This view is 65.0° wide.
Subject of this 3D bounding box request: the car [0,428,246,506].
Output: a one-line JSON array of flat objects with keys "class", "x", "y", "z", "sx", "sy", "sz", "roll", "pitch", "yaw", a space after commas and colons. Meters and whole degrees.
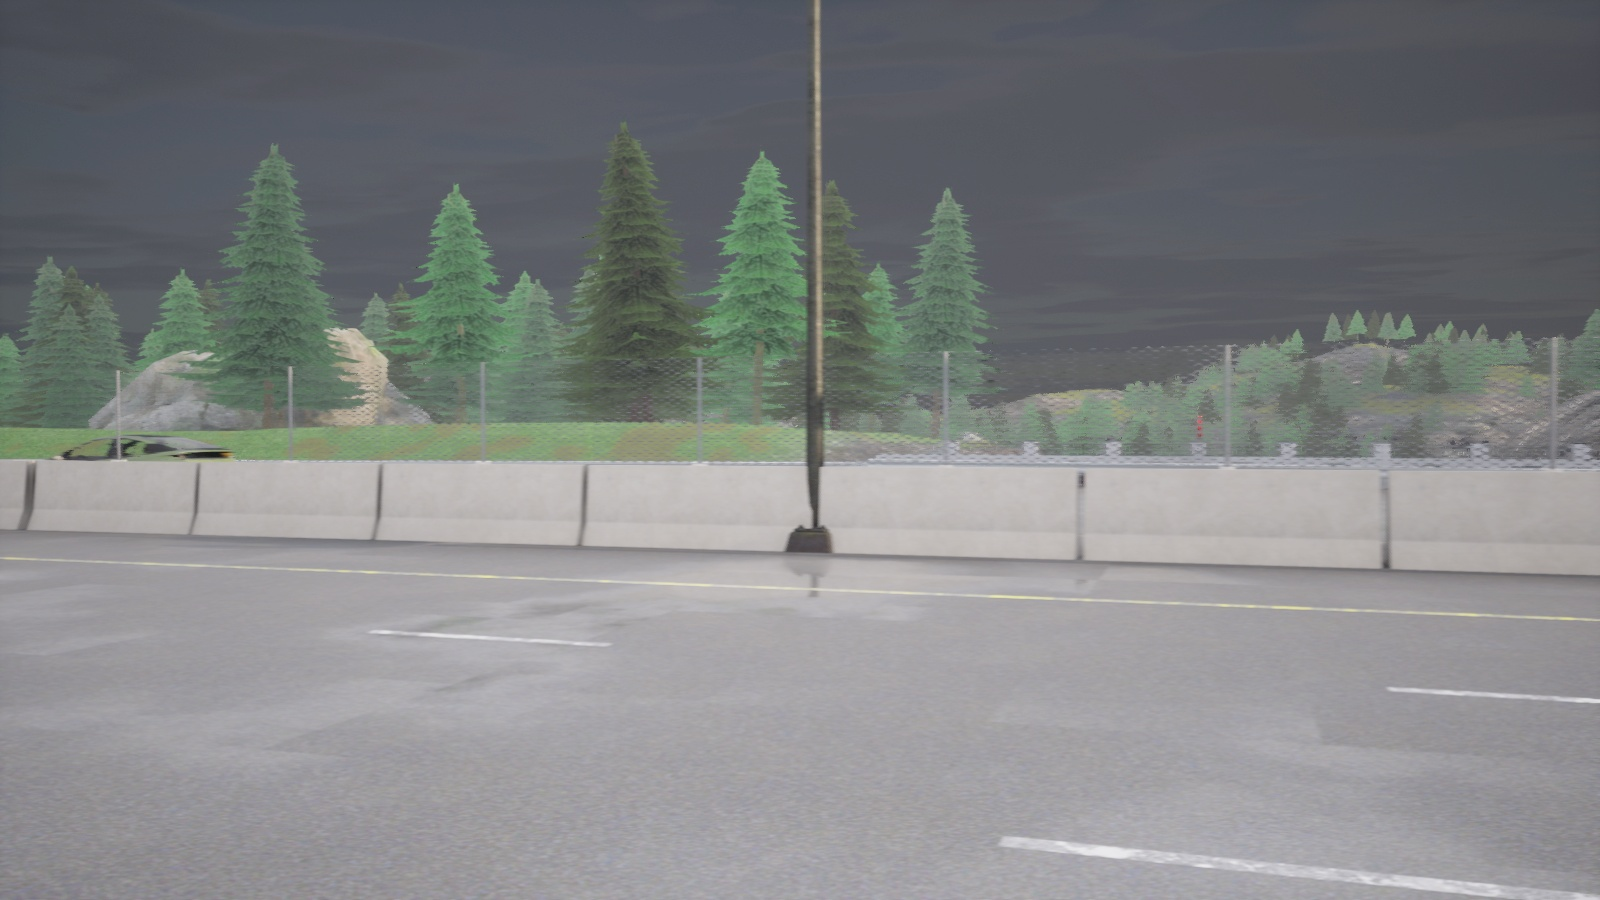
[{"class": "car", "x": -14.233, "y": 0.301, "z": 26.443, "sx": 4.514, "sy": 1.525, "sz": 2.007, "roll": 1, "pitch": 1, "yaw": 19}]
